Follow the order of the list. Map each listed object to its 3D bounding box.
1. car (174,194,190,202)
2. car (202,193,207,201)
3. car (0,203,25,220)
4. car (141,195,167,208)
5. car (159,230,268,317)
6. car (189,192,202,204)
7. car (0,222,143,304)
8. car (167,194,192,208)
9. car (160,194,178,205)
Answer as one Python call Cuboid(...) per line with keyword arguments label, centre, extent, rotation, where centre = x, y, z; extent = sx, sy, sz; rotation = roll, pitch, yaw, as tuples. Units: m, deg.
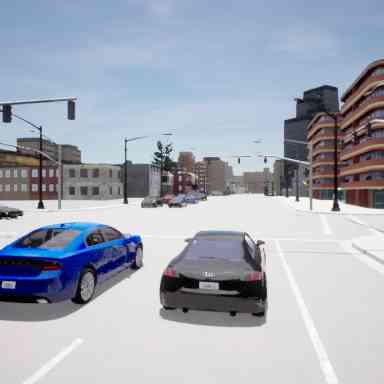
Cuboid(label="car", centre=(-1.872, 1.124, 65.114), extent=(2.033, 1.411, 5.357), rotation=(0, 1, 11))
Cuboid(label="car", centre=(1.890, 1.051, 66.101), extent=(1.837, 1.490, 4.892), rotation=(0, 1, 12))
Cuboid(label="car", centre=(-16.736, 1.547, 27.635), extent=(5.357, 1.411, 2.033), rotation=(0, 0, 14))
Cuboid(label="car", centre=(-5.545, 1.229, 46.498), extent=(2.097, 1.767, 4.553), rotation=(0, 1, 11))
Cuboid(label="car", centre=(0.692, 1.564, 7.624), extent=(1.994, 1.385, 4.181), rotation=(0, 0, 12))
Cuboid(label="car", centre=(-0.072, 1.249, 56.279), extent=(1.812, 1.442, 4.674), rotation=(0, 1, 11))
Cuboid(label="car", centre=(-2.745, 1.478, 8.271), extent=(1.882, 1.535, 5.008), rotation=(0, 0, 11))
Cuboid(label="car", centre=(-1.909, 1.409, 46.874), extent=(2.033, 1.411, 5.357), rotation=(0, 1, 11))
Cuboid(label="car", centre=(-3.781, 1.225, 55.463), extent=(1.882, 1.535, 5.008), rotation=(0, 1, 11))
